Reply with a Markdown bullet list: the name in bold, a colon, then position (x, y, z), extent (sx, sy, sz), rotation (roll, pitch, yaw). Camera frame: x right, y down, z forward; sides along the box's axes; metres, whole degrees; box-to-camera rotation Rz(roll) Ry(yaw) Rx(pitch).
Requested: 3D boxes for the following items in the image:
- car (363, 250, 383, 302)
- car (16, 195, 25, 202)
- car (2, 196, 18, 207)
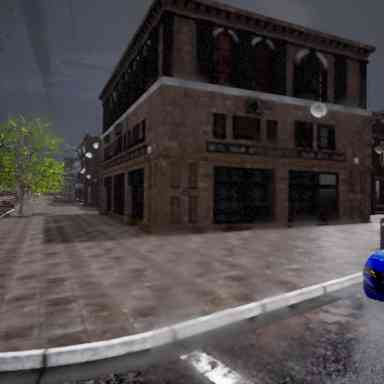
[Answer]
- **car**: position (5.651, 1.477, 7.261), extent (5.008, 1.535, 1.882), rotation (0, 0, -37)
- **car**: position (-41.526, 1.539, 80.067), extent (2.192, 1.841, 5.009), rotation (1, -1, -24)
- **car**: position (-30.308, 1.760, 54.818), extent (1.802, 1.307, 4.206), rotation (1, -1, -24)
